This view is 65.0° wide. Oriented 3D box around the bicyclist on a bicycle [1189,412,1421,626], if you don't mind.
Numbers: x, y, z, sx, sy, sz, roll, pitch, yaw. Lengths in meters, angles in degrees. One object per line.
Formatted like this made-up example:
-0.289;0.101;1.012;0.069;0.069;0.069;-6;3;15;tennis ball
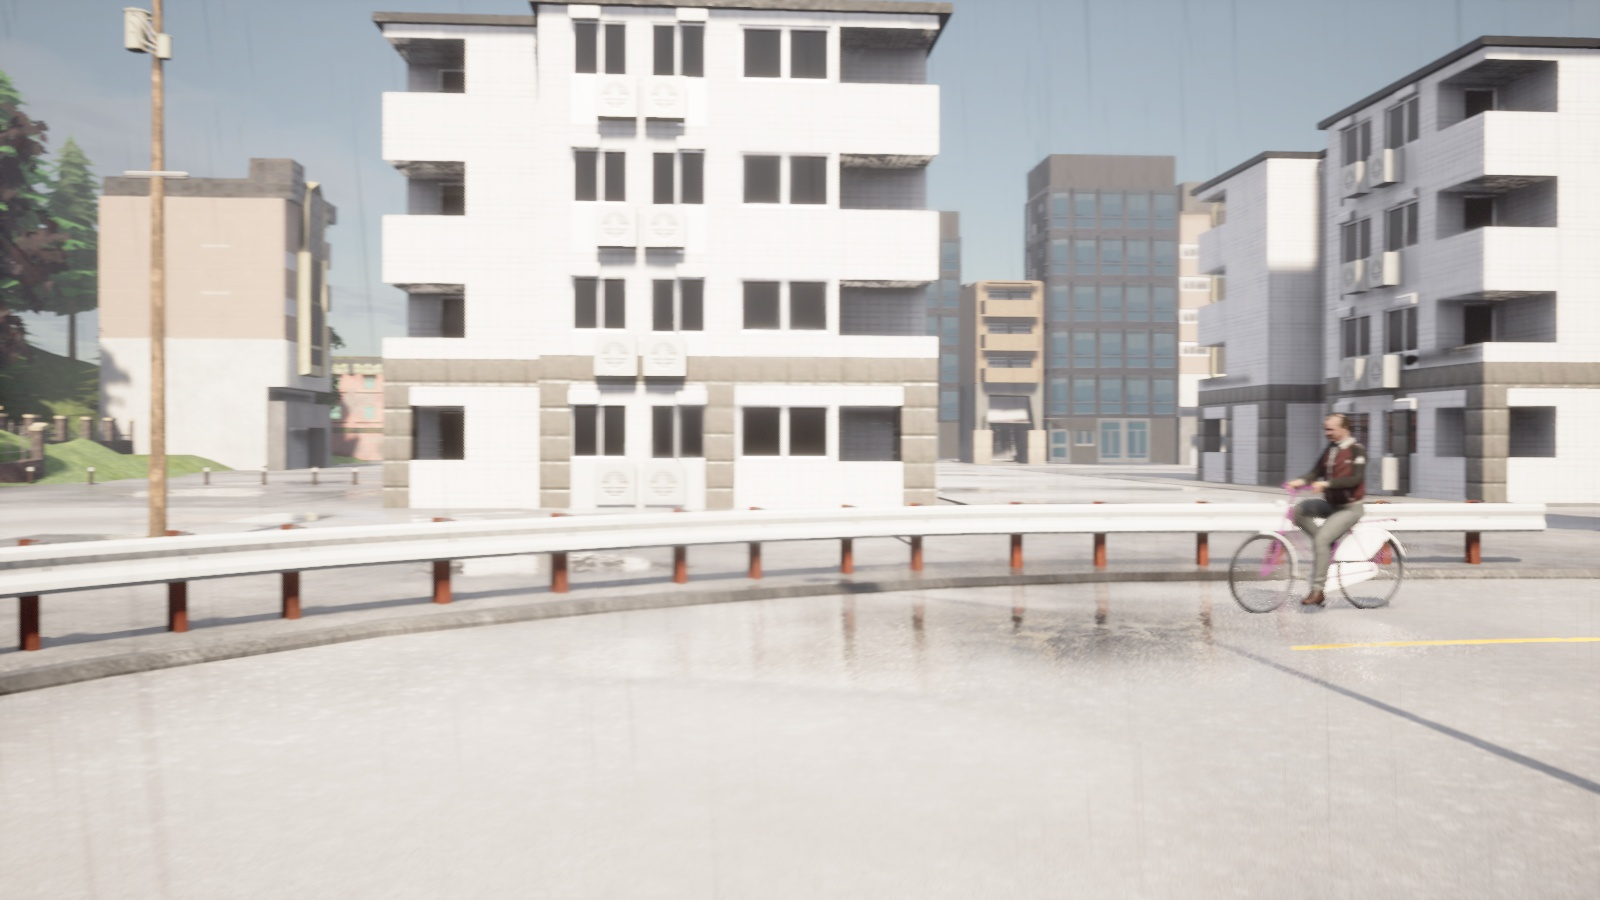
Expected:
4.418;0.570;11.006;1.843;1.776;0.659;0;1;-17;bicyclist on a bicycle
